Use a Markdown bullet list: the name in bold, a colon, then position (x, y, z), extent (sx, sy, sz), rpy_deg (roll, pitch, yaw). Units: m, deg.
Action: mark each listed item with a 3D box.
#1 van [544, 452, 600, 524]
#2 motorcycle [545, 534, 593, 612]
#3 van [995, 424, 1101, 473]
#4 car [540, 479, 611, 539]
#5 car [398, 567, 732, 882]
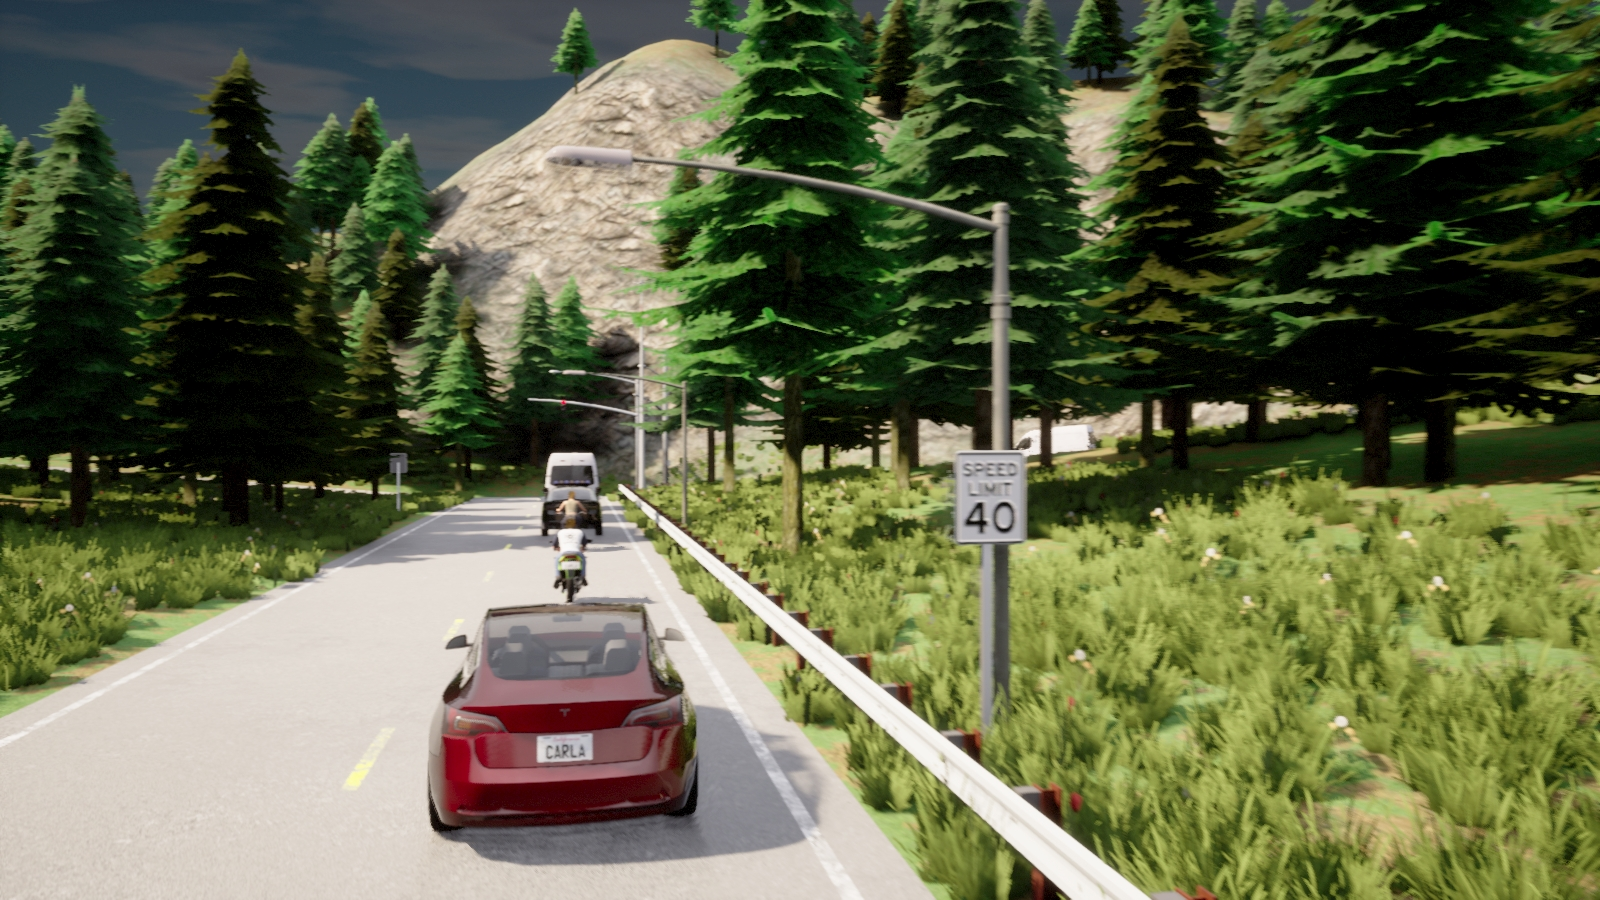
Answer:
- **van**: position (-8.862, 1.387, 44.418), extent (1.988, 2.561, 5.915), rpy_deg (0, 0, -11)
- **motorcycle**: position (-4.086, 2.143, 20.243), extent (0.803, 1.145, 2.033), rpy_deg (0, 0, -11)
- **van**: position (15.313, -0.059, 70.589), extent (5.915, 2.561, 1.988), rpy_deg (-5, -2, 28)
- **car**: position (-7.304, 1.858, 37.166), extent (2.097, 1.638, 5.238), rpy_deg (0, 0, -11)
- **car**: position (-1.989, 2.026, 9.909), extent (2.163, 1.488, 4.792), rpy_deg (0, 0, -11)
